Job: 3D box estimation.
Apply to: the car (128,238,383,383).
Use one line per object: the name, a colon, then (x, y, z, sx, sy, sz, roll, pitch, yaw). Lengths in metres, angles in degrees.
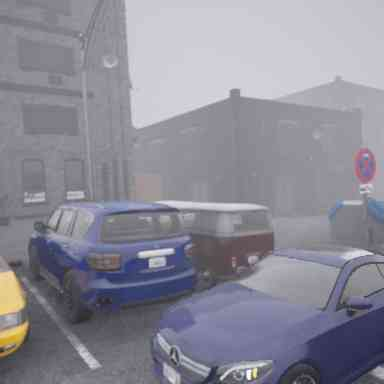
car: (1.699, 1.522, 4.589, 4.674, 1.442, 1.812, 0, 0, -35)

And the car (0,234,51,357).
car: (-4.156, 1.477, 5.812, 1.946, 1.575, 5.366, 0, 0, -36)

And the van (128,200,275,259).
van: (0.111, 1.249, 9.226, 1.878, 1.987, 4.442, 0, 0, -36)
